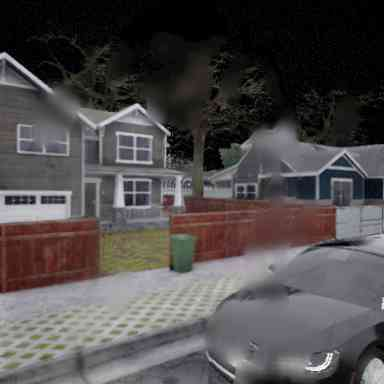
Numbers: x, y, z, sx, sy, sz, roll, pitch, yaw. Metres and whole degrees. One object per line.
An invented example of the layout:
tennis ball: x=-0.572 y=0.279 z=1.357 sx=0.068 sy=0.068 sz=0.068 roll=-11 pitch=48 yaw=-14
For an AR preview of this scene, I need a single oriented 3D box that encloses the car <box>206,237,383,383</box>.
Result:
car: x=2.432 y=1.493 z=4.800 sx=4.892 sy=1.490 sz=1.837 roll=0 pitch=0 yaw=-35
